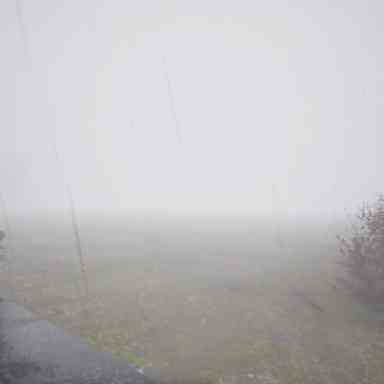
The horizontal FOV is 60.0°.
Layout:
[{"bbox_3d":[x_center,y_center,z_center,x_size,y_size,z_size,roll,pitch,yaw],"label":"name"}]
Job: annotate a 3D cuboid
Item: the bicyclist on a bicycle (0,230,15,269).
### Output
[{"bbox_3d":[-6.132,1.548,9.936,0.582,1.620,1.656,0,-3,41],"label":"bicyclist on a bicycle"}]
